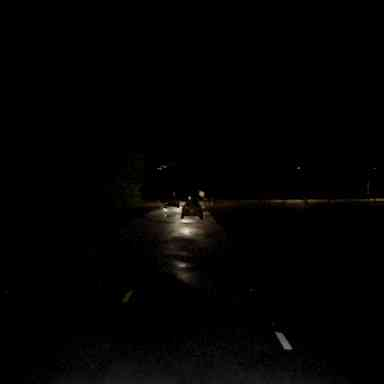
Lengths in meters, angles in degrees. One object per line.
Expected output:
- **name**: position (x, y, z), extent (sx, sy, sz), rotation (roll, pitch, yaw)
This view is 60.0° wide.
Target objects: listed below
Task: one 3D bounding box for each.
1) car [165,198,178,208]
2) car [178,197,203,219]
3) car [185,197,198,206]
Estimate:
- **car**: position (-2.757, 1.528, 47.113), extent (1.882, 1.535, 5.008), rotation (0, 0, 0)
- **car**: position (0.004, 1.500, 28.847), extent (1.801, 1.575, 5.366), rotation (0, 0, 0)
- **car**: position (-0.004, 1.573, 57.297), extent (2.163, 1.488, 4.792), rotation (0, 0, 0)
